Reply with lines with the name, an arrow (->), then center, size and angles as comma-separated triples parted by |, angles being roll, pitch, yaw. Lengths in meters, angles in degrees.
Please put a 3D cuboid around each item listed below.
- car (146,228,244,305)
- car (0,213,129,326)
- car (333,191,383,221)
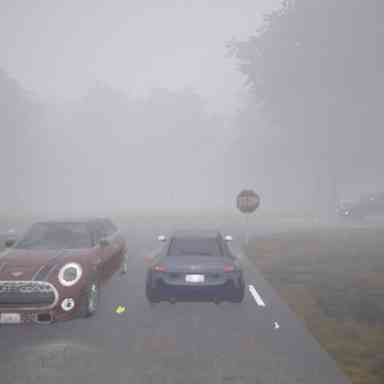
car -> 0.077, 1.571, 8.172 | 1.994, 1.385, 4.181 | 0, 0, 1
car -> -2.804, 1.358, 7.380 | 2.097, 1.767, 4.553 | 0, 0, 0
car -> 13.199, 0.946, 23.995 | 5.566, 2.045, 2.150 | -1, 1, -1
